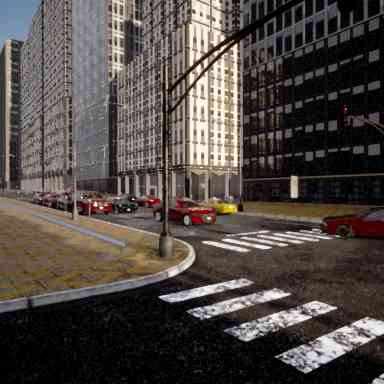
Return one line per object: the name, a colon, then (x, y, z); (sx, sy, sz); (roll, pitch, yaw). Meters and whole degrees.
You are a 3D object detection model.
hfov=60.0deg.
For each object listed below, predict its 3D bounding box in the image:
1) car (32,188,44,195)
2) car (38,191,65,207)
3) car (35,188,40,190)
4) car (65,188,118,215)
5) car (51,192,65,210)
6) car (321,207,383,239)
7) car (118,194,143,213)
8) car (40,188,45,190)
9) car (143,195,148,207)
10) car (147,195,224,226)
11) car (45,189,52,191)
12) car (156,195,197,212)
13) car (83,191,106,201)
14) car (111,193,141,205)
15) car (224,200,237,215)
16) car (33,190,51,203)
car: (-37.995, -0.208, 82.123); (1.967, 1.590, 4.097); (1, 0, -36)
car: (-14.968, 0.861, 36.310); (1.887, 1.381, 4.507); (1, 0, -36)
car: (-34.685, -0.104, 77.583); (1.967, 1.590, 4.097); (1, 0, -36)
car: (-8.343, 0.841, 27.228); (2.192, 1.841, 5.009); (1, 0, -36)
car: (-11.659, 0.987, 31.770); (1.947, 1.339, 4.313); (1, 0, -36)
car: (8.761, 1.423, 15.185); (5.357, 1.411, 2.033); (1, 1, 21)
car: (-6.475, 1.112, 29.035); (1.895, 1.301, 4.718); (0, 1, -36)
car: (-31.376, 0.104, 73.042); (1.887, 1.381, 4.507); (1, 0, -36)
car: (-4.892, 0.977, 36.713); (1.802, 1.307, 4.206); (1, 0, -36)
car: (-0.567, 1.177, 20.921); (1.882, 1.535, 5.008); (0, 1, -38)
car: (-28.066, 0.214, 68.501); (2.008, 1.369, 4.403); (1, 0, -36)
car: (-1.582, 1.066, 32.173); (1.947, 1.339, 4.313); (1, 0, -36)
car: (-14.824, 0.646, 50.337); (1.947, 1.339, 4.313); (1, 0, -36)
car: (-8.203, 0.856, 41.254); (1.947, 1.339, 4.313); (1, 0, -36)
car: (1.698, 1.127, 27.823); (1.752, 1.417, 4.829); (1, 0, -36)
car: (-18.279, 0.794, 40.851); (1.802, 1.307, 4.206); (1, 0, -36)
